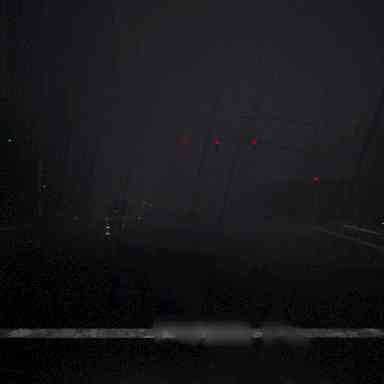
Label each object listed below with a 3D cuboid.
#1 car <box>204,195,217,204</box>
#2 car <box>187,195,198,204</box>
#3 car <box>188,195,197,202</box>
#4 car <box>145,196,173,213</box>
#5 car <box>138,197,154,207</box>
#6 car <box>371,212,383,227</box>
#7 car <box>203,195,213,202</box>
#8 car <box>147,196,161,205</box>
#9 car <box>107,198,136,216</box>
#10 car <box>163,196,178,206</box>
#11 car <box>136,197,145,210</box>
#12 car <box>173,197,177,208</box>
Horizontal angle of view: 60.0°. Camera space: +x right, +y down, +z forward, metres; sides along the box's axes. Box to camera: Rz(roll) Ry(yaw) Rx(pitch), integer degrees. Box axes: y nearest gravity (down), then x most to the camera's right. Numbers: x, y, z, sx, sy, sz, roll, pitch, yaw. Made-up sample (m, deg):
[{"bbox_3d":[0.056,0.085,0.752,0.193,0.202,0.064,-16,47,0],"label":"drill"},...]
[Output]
[{"bbox_3d":[3.549,1.352,63.791,2.097,1.767,4.553,0,0,0],"label":"car"},{"bbox_3d":[0.049,1.505,63.823,1.837,1.490,4.892,0,0,0],"label":"car"},{"bbox_3d":[0.057,1.413,73.933,1.994,1.385,4.181,0,0,0],"label":"car"},{"bbox_3d":[-3.560,1.352,37.045,2.097,1.767,4.553,0,0,0],"label":"car"},{"bbox_3d":[-7.051,1.505,51.731,1.837,1.490,4.892,0,0,0],"label":"car"},{"bbox_3d":[14.040,1.533,21.027,5.008,1.535,1.882,0,0,0],"label":"car"},{"bbox_3d":[3.557,1.386,73.930,2.128,1.511,4.902,0,0,0],"label":"car"},{"bbox_3d":[-7.015,1.492,62.140,2.128,1.511,4.902,0,0,0],"label":"car"},{"bbox_3d":[-7.069,1.526,32.951,1.812,1.442,4.674,0,0,0],"label":"car"},{"bbox_3d":[-3.537,1.492,55.672,2.128,1.511,4.902,0,0,0],"label":"car"},{"bbox_3d":[-7.061,1.478,42.245,1.882,1.535,5.008,0,0,0],"label":"car"},{"bbox_3d":[-3.559,1.564,45.614,1.994,1.385,4.181,0,0,0],"label":"car"}]
